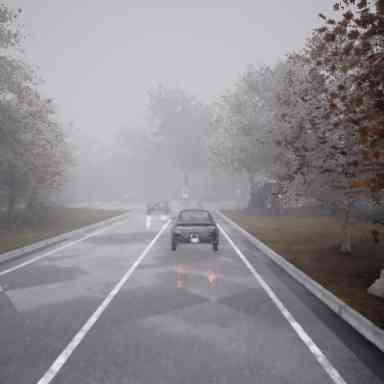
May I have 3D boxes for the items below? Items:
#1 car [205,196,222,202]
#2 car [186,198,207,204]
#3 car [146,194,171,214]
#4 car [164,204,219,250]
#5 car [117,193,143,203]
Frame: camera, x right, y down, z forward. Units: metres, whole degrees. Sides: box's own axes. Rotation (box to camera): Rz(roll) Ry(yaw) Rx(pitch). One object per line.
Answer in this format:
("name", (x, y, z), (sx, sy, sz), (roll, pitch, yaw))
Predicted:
("car", (4.032, 1.513, 73.586), (5.008, 1.535, 1.882), (0, 0, 18))
("car", (0.103, 1.579, 30.910), (1.994, 1.385, 4.181), (0, 0, 0))
("car", (-3.501, 1.236, 35.680), (2.150, 2.045, 5.566), (0, 0, 0))
("car", (0.102, 1.498, 14.274), (2.128, 1.511, 4.902), (0, 0, 0))
("car", (-12.948, 1.260, 69.673), (2.150, 2.045, 5.566), (0, 0, 43))
